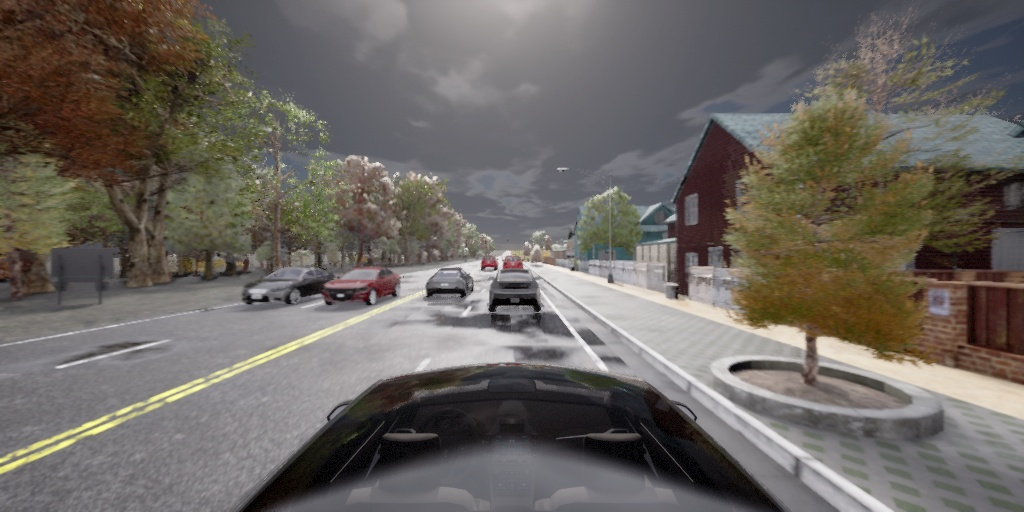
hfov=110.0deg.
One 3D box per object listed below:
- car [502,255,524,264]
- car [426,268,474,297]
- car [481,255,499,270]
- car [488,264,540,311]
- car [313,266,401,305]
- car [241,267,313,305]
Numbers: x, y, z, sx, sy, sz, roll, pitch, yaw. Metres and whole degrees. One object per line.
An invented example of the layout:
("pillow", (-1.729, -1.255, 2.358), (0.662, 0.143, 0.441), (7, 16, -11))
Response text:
("car", (0.100, 0.952, 39.154), (2.150, 2.045, 5.566), (0, 0, 0))
("car", (-3.150, 1.309, 18.825), (1.994, 1.385, 4.181), (0, 0, 0))
("car", (-3.152, 0.941, 50.995), (2.150, 2.045, 5.566), (0, 0, 0))
("car", (0.100, 1.253, 14.541), (1.837, 1.490, 4.892), (0, 0, 0))
("car", (-6.502, 1.235, 16.097), (1.882, 1.535, 5.008), (0, 0, 0))
("car", (-9.752, 1.275, 16.150), (2.128, 1.511, 4.902), (0, 0, 0))
